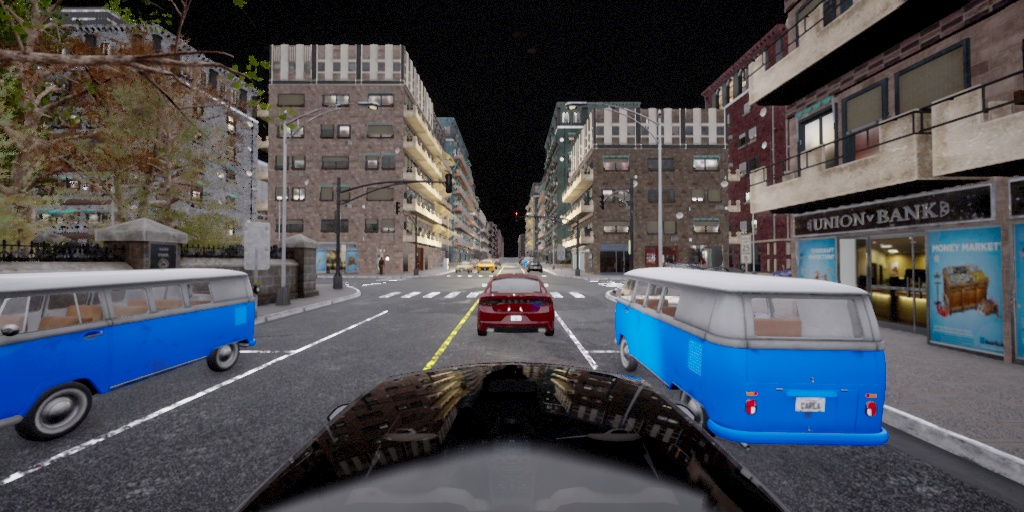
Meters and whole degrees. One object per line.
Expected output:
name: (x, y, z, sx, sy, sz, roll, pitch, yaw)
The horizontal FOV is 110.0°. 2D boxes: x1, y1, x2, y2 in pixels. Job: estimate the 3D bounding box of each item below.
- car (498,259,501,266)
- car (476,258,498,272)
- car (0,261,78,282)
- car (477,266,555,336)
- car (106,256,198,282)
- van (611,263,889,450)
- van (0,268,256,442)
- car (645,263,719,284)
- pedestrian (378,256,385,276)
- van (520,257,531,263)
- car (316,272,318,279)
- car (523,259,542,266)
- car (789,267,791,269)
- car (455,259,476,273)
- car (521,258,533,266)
car: (-3.109, 1.303, 54.315, 2.033, 1.411, 5.357, 0, 0, 0)
car: (-3.111, 1.231, 43.692, 1.882, 1.535, 5.008, 0, 0, 0)
car: (-35.364, 1.087, 25.972, 5.357, 1.411, 2.033, 0, -1, 1)
car: (0.096, 1.228, 10.416, 1.882, 1.535, 5.008, 0, 0, 0)
car: (-25.836, 0.943, 25.857, 4.553, 1.767, 2.097, 0, -1, 1)
van: (2.658, 1.091, 5.055, 1.690, 1.789, 3.998, 0, 0, 0)
van: (-5.657, 1.091, 5.055, 1.690, 1.789, 3.998, 0, 0, 0)
car: (13.432, 1.356, 28.620, 4.902, 1.511, 2.128, 0, -1, 1)
pedestrian: (-12.546, 0.959, 34.440, 0.375, 1.860, 0.375, 0, -1, 1)
van: (2.679, 1.097, 59.929, 1.690, 1.789, 3.998, 0, 0, 0)
car: (-16.610, 1.132, 25.746, 4.902, 1.511, 2.128, 0, -1, 1)
car: (2.682, 1.319, 43.002, 1.948, 1.339, 4.313, 0, 0, 0)
car: (23.117, 1.444, 28.489, 4.674, 1.442, 1.812, 0, -1, 1)
car: (-5.698, 1.279, 42.830, 1.751, 1.417, 4.829, 0, 0, 0)
car: (2.681, 1.305, 48.644, 2.007, 1.370, 4.403, 0, 0, 0)
